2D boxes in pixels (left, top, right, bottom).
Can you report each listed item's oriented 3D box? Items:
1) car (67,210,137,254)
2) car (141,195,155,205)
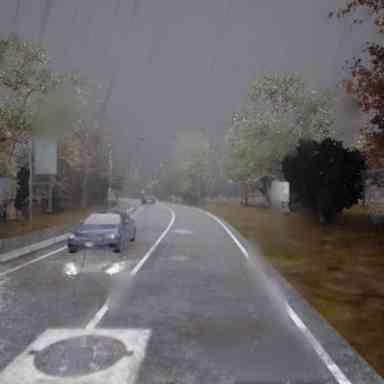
[{"bbox_3d":[-3.410,1.486,13.444,1.812,1.442,4.674,0,0,1],"label":"car"},{"bbox_3d":[-7.078,1.276,53.623,2.128,1.511,4.902,1,0,-13],"label":"car"}]
